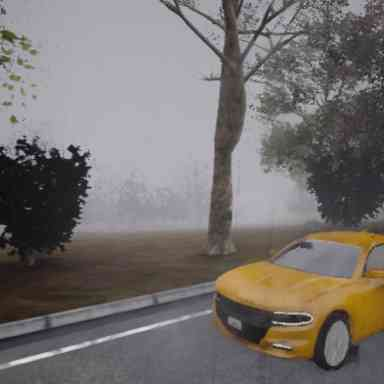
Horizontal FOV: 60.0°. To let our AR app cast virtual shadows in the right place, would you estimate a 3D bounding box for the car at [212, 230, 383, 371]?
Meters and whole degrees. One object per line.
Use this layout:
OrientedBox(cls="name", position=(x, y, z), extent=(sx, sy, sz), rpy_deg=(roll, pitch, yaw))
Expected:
OrientedBox(cls="car", position=(2.622, 1.479, 5.853), extent=(5.008, 1.535, 1.882), rpy_deg=(0, 0, -35))
